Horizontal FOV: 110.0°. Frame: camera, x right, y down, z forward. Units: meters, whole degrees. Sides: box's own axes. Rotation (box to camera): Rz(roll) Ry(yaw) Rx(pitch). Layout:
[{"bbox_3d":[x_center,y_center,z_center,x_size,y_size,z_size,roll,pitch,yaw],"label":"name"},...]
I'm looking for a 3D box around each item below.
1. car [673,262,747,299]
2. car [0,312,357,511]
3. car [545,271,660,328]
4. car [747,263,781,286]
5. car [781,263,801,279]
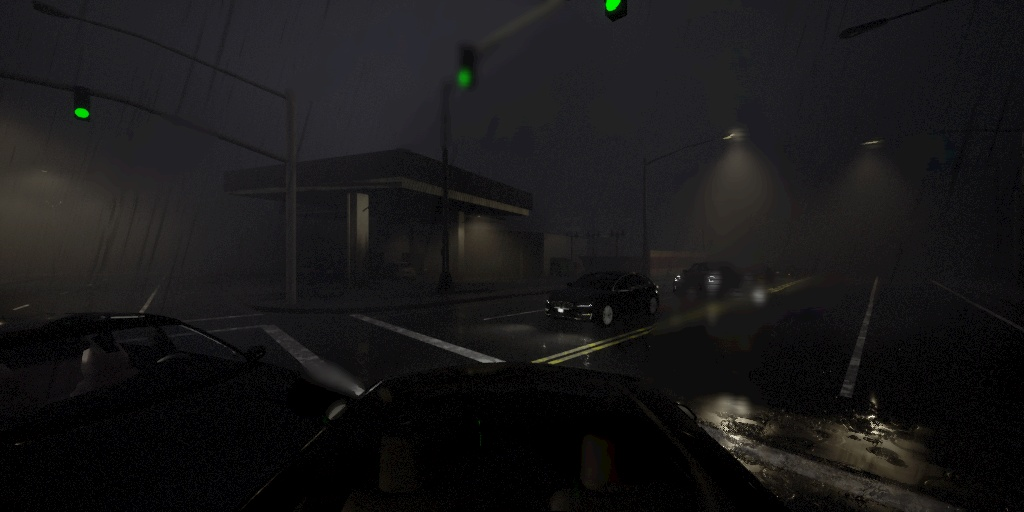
[{"bbox_3d":[10.041,1.102,18.340,4.553,1.767,2.097,0,0,-44],"label":"car"},{"bbox_3d":[-3.375,1.242,2.708,4.902,1.511,2.128,0,0,16],"label":"car"},{"bbox_3d":[3.083,1.255,11.615,4.892,1.490,1.837,0,0,-44],"label":"car"},{"bbox_3d":[17.087,1.314,25.129,4.181,1.385,1.994,0,0,-45],"label":"car"},{"bbox_3d":[24.343,1.314,32.057,4.181,1.385,1.994,0,0,-44],"label":"car"}]
